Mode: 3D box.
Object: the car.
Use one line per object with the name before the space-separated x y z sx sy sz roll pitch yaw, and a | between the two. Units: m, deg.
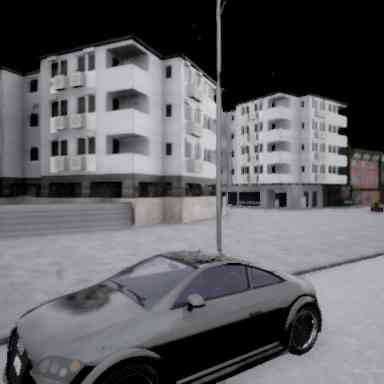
car | -0.133 1.560 4.510 4.181 1.385 1.994 0 0 -35
